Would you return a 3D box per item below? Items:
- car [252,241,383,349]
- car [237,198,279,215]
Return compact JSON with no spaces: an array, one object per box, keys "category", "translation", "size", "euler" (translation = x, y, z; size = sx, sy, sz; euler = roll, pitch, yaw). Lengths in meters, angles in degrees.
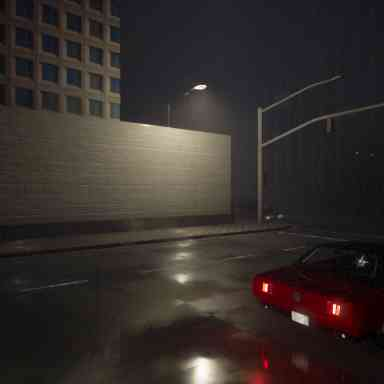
[{"category":"car","translation":[3.440,1.601,6.238],"size":[4.718,1.301,1.895],"euler":[0,0,-35]},{"category":"car","translation":[6.848,1.407,34.698],"size":[2.097,1.767,4.553],"euler":[0,0,-35]}]
